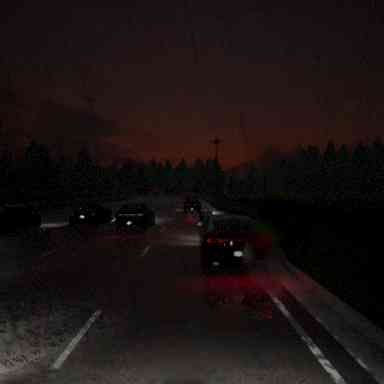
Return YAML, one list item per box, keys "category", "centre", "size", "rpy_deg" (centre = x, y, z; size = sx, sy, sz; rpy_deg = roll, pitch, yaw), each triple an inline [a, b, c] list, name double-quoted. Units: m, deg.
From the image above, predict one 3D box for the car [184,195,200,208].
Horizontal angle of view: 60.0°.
- category: "car"
  centre: [-0.020, 1.305, 47.489]
  size: [2.097, 1.767, 4.553]
  rpy_deg: [0, 0, 0]

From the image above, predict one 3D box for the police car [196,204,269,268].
- category: "police car"
  centre: [1.218, 1.414, 11.339]
  size: [1.930, 1.638, 5.238]
  rpy_deg: [0, 0, 0]

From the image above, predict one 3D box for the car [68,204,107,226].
- category: "car"
  centre: [-6.912, 1.541, 22.938]
  size: [1.994, 1.385, 4.181]
  rpy_deg: [0, 0, 0]

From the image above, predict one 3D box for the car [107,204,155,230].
- category: "car"
  centre: [-3.412, 1.471, 20.522]
  size: [2.128, 1.511, 4.902]
  rpy_deg: [0, 0, 0]

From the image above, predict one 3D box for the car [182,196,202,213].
- category: "car"
  centre: [0.027, 1.470, 36.471]
  size: [1.837, 1.490, 4.892]
  rpy_deg: [0, 0, 1]

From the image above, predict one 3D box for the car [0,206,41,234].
- category: "car"
  centre: [-10.410, 1.507, 19.077]
  size: [1.812, 1.442, 4.674]
  rpy_deg: [0, 0, 0]
